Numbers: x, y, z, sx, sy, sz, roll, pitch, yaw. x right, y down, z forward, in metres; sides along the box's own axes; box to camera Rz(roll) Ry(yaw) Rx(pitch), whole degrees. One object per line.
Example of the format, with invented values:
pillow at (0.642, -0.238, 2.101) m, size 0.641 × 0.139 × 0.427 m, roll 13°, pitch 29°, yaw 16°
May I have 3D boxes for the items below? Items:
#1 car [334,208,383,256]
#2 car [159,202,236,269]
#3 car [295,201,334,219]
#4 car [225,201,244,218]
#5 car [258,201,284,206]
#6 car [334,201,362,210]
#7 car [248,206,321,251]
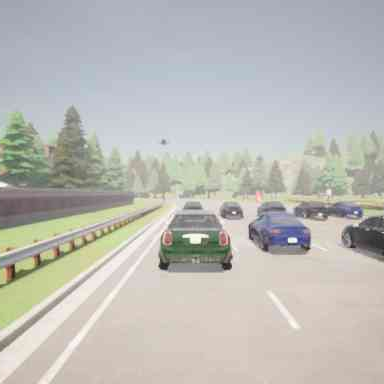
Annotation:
car at (7.100, 1.534, 11.768) m, size 1.837 × 1.490 × 4.892 m, roll 0°, pitch 0°, yaw 0°
car at (0.098, 1.378, 11.429) m, size 2.097 × 1.767 × 4.553 m, roll 0°, pitch 0°, yaw 0°
car at (10.599, 1.575, 29.865) m, size 1.837 × 1.490 × 4.892 m, roll 0°, pitch 0°, yaw 0°
car at (3.597, 1.596, 30.797) m, size 1.812 × 1.442 × 4.674 m, roll 0°, pitch 0°, yaw 0°
car at (7.097, 1.575, 29.860) m, size 1.837 × 1.490 × 4.892 m, roll 0°, pitch 0°, yaw 0°
car at (14.091, 1.596, 30.868) m, size 1.812 × 1.442 × 4.674 m, roll 0°, pitch 0°, yaw 0°
car at (3.599, 1.558, 14.197) m, size 1.812 × 1.442 × 4.674 m, roll 0°, pitch 0°, yaw 0°
